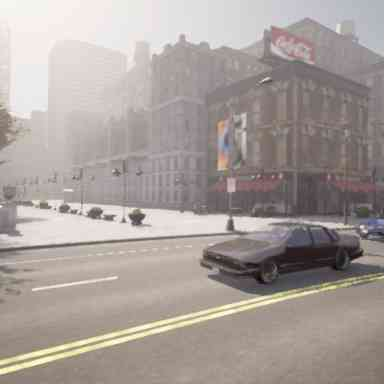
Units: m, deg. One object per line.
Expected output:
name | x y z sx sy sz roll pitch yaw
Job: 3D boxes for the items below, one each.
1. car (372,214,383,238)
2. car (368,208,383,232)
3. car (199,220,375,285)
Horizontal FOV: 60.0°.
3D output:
car | 10.850 1.740 17.414 4.674 1.442 1.812 1 -1 -19
car | 14.206 1.794 21.738 4.674 1.452 2.002 1 0 -16
car | 2.874 1.638 9.926 5.357 1.411 2.033 1 0 -32
